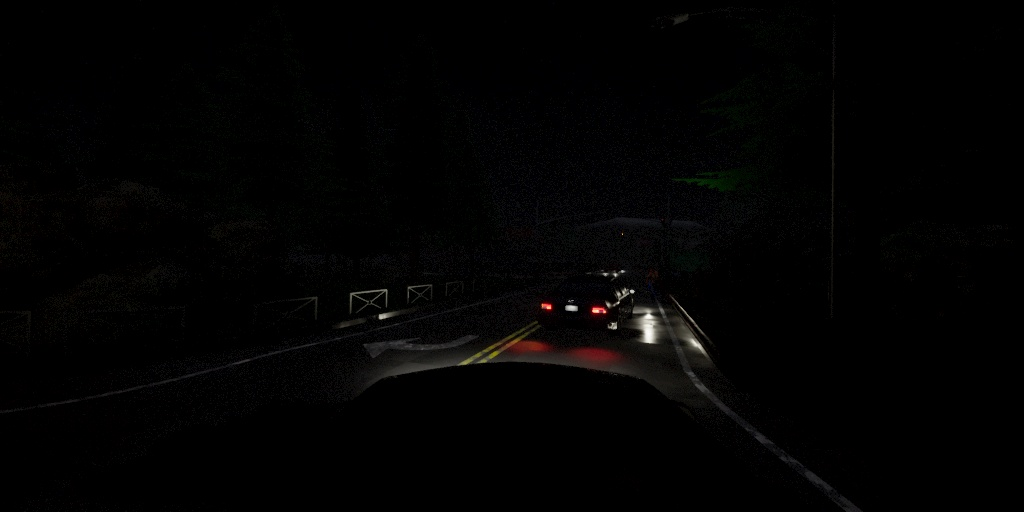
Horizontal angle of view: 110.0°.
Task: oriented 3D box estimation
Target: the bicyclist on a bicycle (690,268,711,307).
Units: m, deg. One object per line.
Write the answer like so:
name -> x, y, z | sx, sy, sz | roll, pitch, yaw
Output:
bicyclist on a bicycle -> 7.960, 1.325, 15.107 | 1.656, 1.620, 0.582 | 1, -1, -34

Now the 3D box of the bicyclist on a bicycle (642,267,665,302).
bicyclist on a bicycle -> 6.523, 1.313, 16.498 | 1.656, 1.620, 0.582 | 1, -1, -31

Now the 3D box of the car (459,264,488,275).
car -> -5.111, 1.721, 44.816 | 4.181, 1.385, 1.994 | 1, -1, 20

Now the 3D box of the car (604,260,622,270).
car -> 16.688, 1.771, 59.857 | 2.150, 2.045, 5.566 | 1, -1, 20

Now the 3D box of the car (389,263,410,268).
car -> -14.490, 1.599, 48.270 | 4.181, 1.385, 1.994 | 1, -1, 21

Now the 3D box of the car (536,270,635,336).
car -> 2.361, 1.263, 10.316 | 2.033, 1.411, 5.357 | 1, -1, 24

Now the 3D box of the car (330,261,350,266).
car -> -24.238, 1.460, 52.157 | 5.357, 1.411, 2.033 | 1, -1, 24
